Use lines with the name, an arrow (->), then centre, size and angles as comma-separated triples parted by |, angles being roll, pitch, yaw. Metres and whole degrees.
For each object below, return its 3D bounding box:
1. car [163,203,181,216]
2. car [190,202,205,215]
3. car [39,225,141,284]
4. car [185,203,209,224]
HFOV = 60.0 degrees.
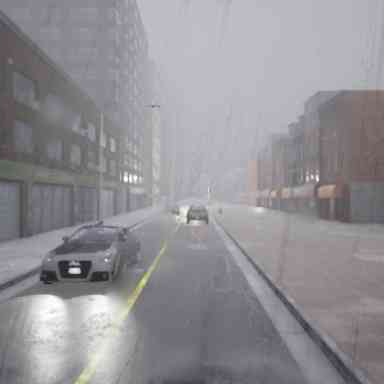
car -> -2.338, 2.078, 40.193 | 2.033, 1.411, 5.357 | 0, -1, 1
car -> 0.641, 2.095, 42.522 | 1.812, 1.442, 4.674 | 0, -1, 1
car -> -2.731, 1.690, 9.814 | 1.994, 1.385, 4.181 | 0, -1, 1
car -> 0.462, 1.867, 28.621 | 2.128, 1.511, 4.902 | 0, -1, 1
